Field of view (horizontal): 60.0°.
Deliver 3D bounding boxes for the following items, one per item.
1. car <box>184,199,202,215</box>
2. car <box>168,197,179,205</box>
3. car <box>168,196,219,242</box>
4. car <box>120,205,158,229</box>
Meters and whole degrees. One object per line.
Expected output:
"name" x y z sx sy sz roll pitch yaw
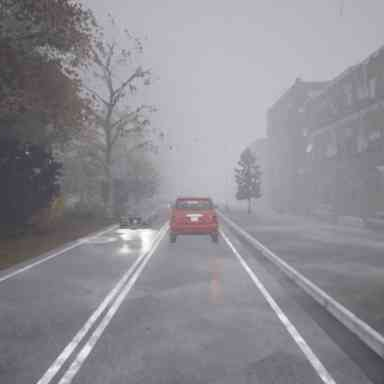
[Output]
"car" 0.085 1.504 34.568 1.812 1.442 4.674 0 0 0
"car" -3.369 1.726 62.477 1.812 1.442 4.674 0 -1 0
"car" 0.100 1.208 16.373 2.150 2.045 5.566 0 0 0
"car" -3.351 1.545 21.553 1.994 1.385 4.181 0 0 0
